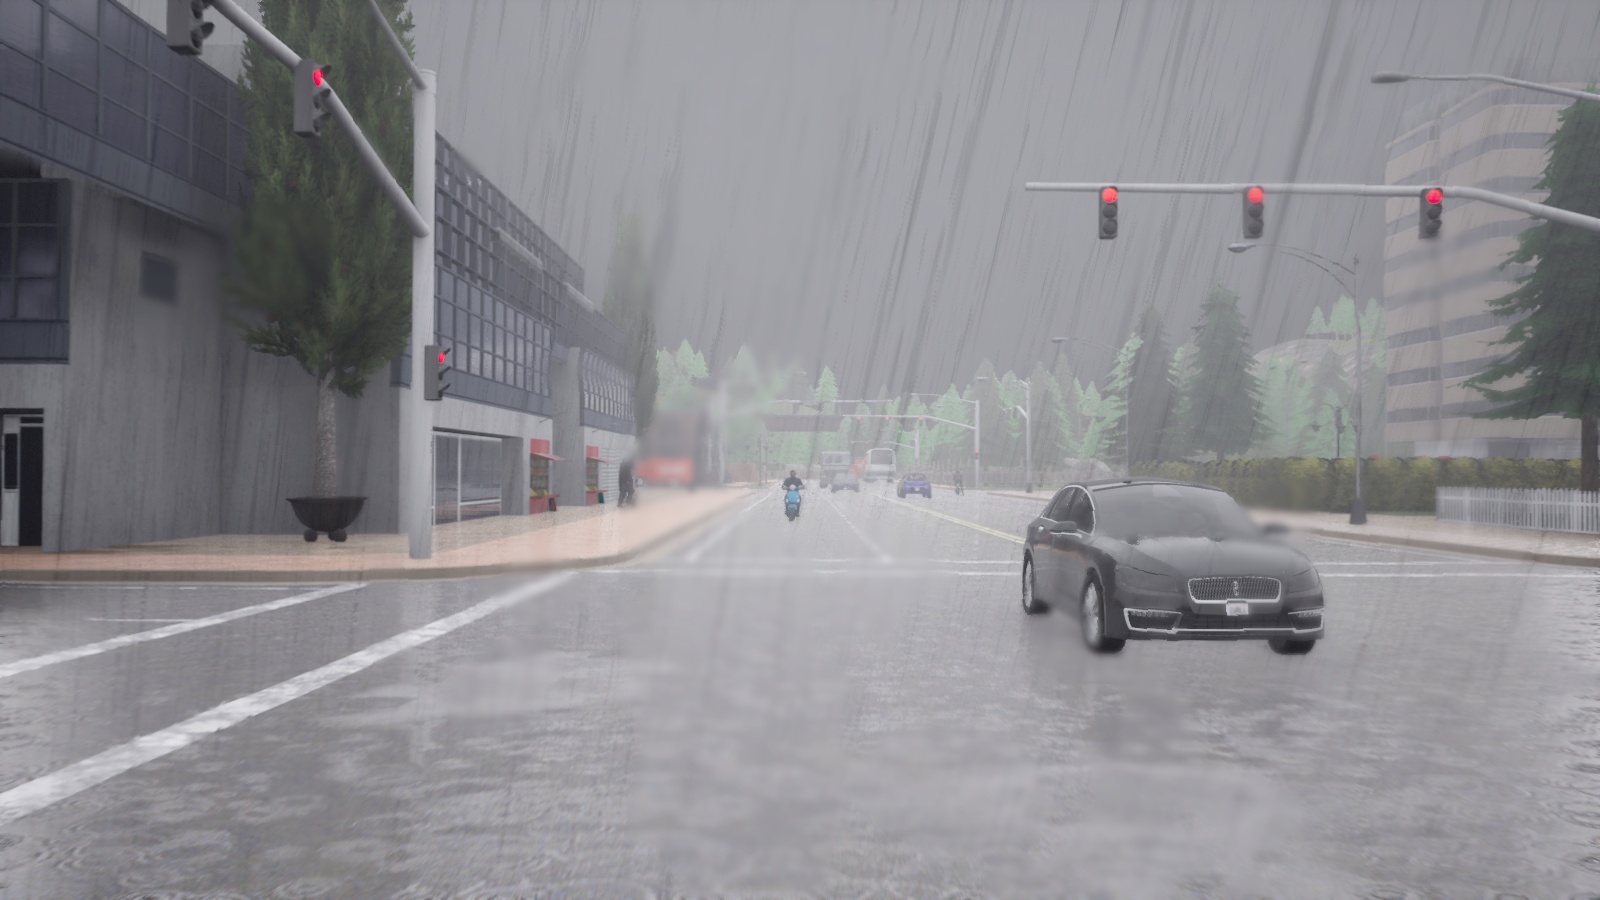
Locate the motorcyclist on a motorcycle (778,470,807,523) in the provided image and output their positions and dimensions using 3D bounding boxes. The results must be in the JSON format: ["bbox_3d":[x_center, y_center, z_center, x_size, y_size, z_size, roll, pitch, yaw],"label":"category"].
[{"bbox_3d":[-0.219,1.412,38.422,0.866,1.590,1.817,0,-1,0],"label":"motorcyclist on a motorcycle"}]

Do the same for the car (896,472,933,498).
[{"bbox_3d":[6.772,2.053,74.788,1.816,1.474,4.193,0,-1,0],"label":"car"}]

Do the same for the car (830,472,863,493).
[{"bbox_3d":[3.269,2.291,89.023,2.163,1.488,4.792,0,-1,0],"label":"car"}]

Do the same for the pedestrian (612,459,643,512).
[{"bbox_3d":[-6.095,1.241,44.400,0.899,1.844,0.634,-1,-1,20],"label":"pedestrian"}]

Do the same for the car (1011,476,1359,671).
[{"bbox_3d":[3.404,1.010,12.217,1.837,1.490,4.892,0,-1,-1],"label":"car"}]
